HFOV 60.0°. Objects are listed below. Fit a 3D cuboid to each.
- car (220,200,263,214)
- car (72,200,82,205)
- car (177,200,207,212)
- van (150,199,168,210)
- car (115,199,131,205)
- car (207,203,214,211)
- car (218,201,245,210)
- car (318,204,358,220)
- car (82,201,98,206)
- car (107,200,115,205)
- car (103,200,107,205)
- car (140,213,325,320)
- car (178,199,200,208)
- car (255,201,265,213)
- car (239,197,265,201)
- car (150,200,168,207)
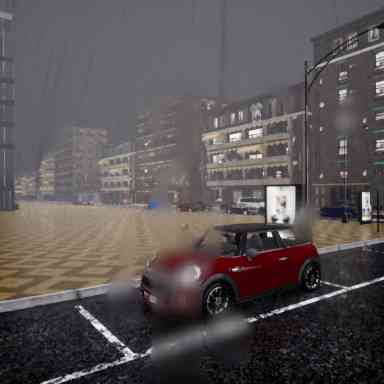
[{"bbox_3d":[5.683,1.969,38.007,2.008,1.369,4.403,-2,0,-36],"label":"car"},{"bbox_3d":[-30.181,2.862,87.673,1.887,1.381,4.507,-2,0,-36],"label":"car"},{"bbox_3d":[-0.403,2.115,46.476,1.887,1.381,4.507,-2,0,-36],"label":"car"},{"bbox_3d":[-5.330,2.035,53.357,1.690,1.788,3.998,-2,0,-36],"label":"van"},{"bbox_3d":[-16.860,2.529,83.577,1.967,1.590,4.097,-2,0,-36],"label":"car"},{"bbox_3d":[1.184,2.069,48.886,1.837,1.490,4.892,-1,-1,-36],"label":"car"},{"bbox_3d":[6.096,2.097,52.067,1.802,1.307,4.206,-2,0,-36],"label":"car"},{"bbox_3d":[13.990,1.809,31.204,1.994,1.385,4.181,-1,0,-36],"label":"car"},{"bbox_3d":[-23.641,2.704,78.657,2.008,1.369,4.403,-2,0,-36],"label":"car"},{"bbox_3d":[-20.127,2.737,88.085,1.947,1.339,4.313,-2,0,-36],"label":"car"},{"bbox_3d":[-23.397,2.798,92.593,1.887,1.381,4.507,-2,0,-36],"label":"car"},{"bbox_3d":[0.918,1.440,7.228,4.097,1.590,1.967,0,0,-36],"label":"car"},{"bbox_3d":[-0.507,2.119,61.039,1.967,1.590,4.097,-2,0,-36],"label":"car"},{"bbox_3d":[8.954,1.887,33.499,2.008,1.369,4.403,-2,0,-36],"label":"car"},{"bbox_3d":[7.747,1.621,39.806,2.150,2.045,5.566,-1,0,-36],"label":"car"},{"bbox_3d":[-7.047,2.425,70.052,1.802,1.307,4.206,-2,0,-36],"label":"car"}]
